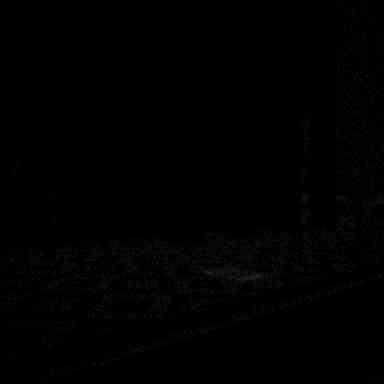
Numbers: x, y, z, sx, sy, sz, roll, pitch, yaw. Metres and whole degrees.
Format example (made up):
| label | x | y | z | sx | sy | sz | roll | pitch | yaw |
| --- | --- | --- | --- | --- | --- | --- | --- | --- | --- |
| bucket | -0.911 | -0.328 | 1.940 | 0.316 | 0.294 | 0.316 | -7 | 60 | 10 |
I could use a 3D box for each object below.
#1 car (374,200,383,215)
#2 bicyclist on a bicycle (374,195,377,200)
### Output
| label | x | y | z | sx | sy | sz | roll | pitch | yaw |
| --- | --- | --- | --- | --- | --- | --- | --- | --- | --- |
| car | 16.066 | 1.351 | 29.161 | 2.008 | 1.369 | 4.403 | 1 | 0 | -35 |
| bicyclist on a bicycle | 22.096 | 1.009 | 40.487 | 1.656 | 1.620 | 0.582 | 0 | 1 | -35 |
